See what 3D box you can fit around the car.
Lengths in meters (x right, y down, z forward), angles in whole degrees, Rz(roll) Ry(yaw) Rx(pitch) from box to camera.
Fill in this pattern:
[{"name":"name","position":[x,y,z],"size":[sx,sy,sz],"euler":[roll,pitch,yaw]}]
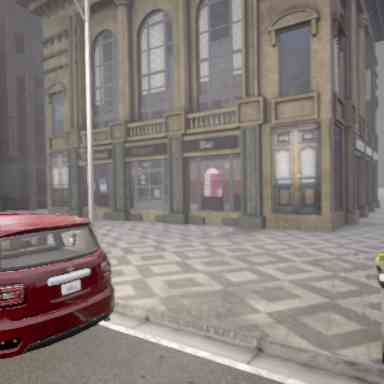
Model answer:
[{"name":"car","position":[-3.486,1.276,5.446],"size":[5.009,1.841,2.192],"euler":[0,1,34]}]
